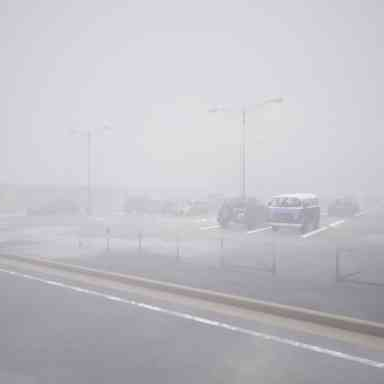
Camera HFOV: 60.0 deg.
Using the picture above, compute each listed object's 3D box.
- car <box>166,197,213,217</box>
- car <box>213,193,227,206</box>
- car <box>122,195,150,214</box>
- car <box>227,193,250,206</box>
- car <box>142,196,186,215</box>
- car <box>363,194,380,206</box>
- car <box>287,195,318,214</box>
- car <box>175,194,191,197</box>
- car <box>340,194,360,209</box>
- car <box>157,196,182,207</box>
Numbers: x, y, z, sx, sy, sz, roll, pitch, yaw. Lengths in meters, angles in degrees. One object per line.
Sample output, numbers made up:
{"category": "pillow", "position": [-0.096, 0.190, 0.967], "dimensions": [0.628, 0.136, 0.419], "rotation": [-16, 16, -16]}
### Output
{"category": "car", "position": [-0.134, 1.451, 30.084], "dimensions": [1.970, 1.475, 3.806], "rotation": [0, 0, 34]}
{"category": "car", "position": [6.397, 1.451, 64.922], "dimensions": [1.970, 1.475, 3.806], "rotation": [0, 0, 34]}
{"category": "car", "position": [-4.788, 1.209, 33.159], "dimensions": [1.932, 1.855, 4.605], "rotation": [0, 0, 34]}
{"category": "car", "position": [8.792, 1.212, 63.295], "dimensions": [1.905, 1.878, 3.866], "rotation": [0, 0, 34]}
{"category": "car", "position": [-2.535, 1.419, 31.702], "dimensions": [1.784, 1.438, 3.905], "rotation": [0, 0, 34]}
{"category": "car", "position": [27.459, 1.209, 50.702], "dimensions": [1.932, 1.855, 4.605], "rotation": [0, 0, 34]}
{"category": "car", "position": [13.087, 1.451, 39.388], "dimensions": [1.970, 1.475, 3.806], "rotation": [0, 0, 34]}
{"category": "car", "position": [-0.978, 1.209, 48.752], "dimensions": [1.932, 1.855, 4.605], "rotation": [0, 0, 34]}
{"category": "car", "position": [25.089, 1.212, 52.364], "dimensions": [1.905, 1.878, 3.866], "rotation": [0, 0, 34]}
{"category": "car", "position": [-3.345, 1.419, 50.424], "dimensions": [1.784, 1.438, 3.905], "rotation": [0, 0, 34]}
